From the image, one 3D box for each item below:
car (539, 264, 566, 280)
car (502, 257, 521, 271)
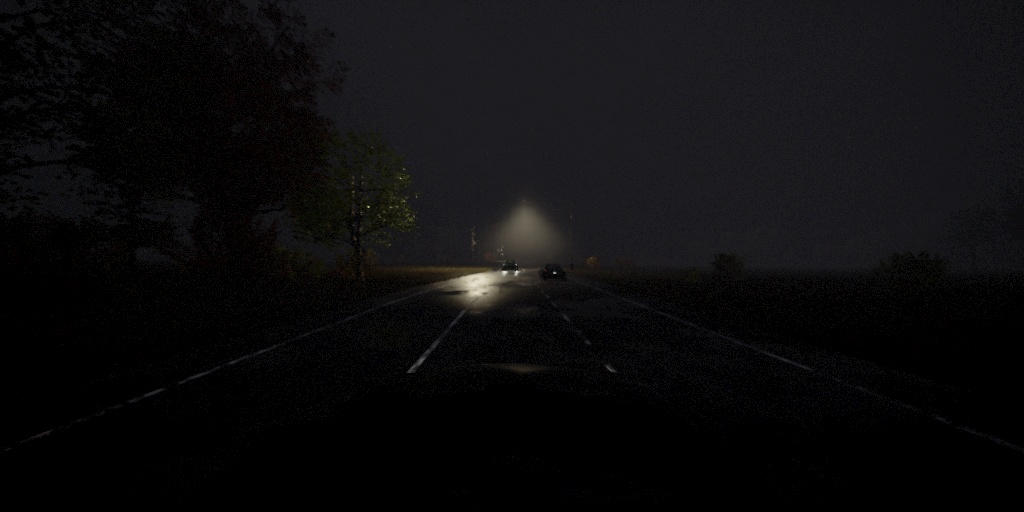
[{"bbox_3d":[3.510,1.351,31.417,1.994,1.385,4.181,0,0,0],"label":"car"},{"bbox_3d":[-0.195,1.161,49.084,2.097,1.767,4.553,0,0,3],"label":"car"}]
